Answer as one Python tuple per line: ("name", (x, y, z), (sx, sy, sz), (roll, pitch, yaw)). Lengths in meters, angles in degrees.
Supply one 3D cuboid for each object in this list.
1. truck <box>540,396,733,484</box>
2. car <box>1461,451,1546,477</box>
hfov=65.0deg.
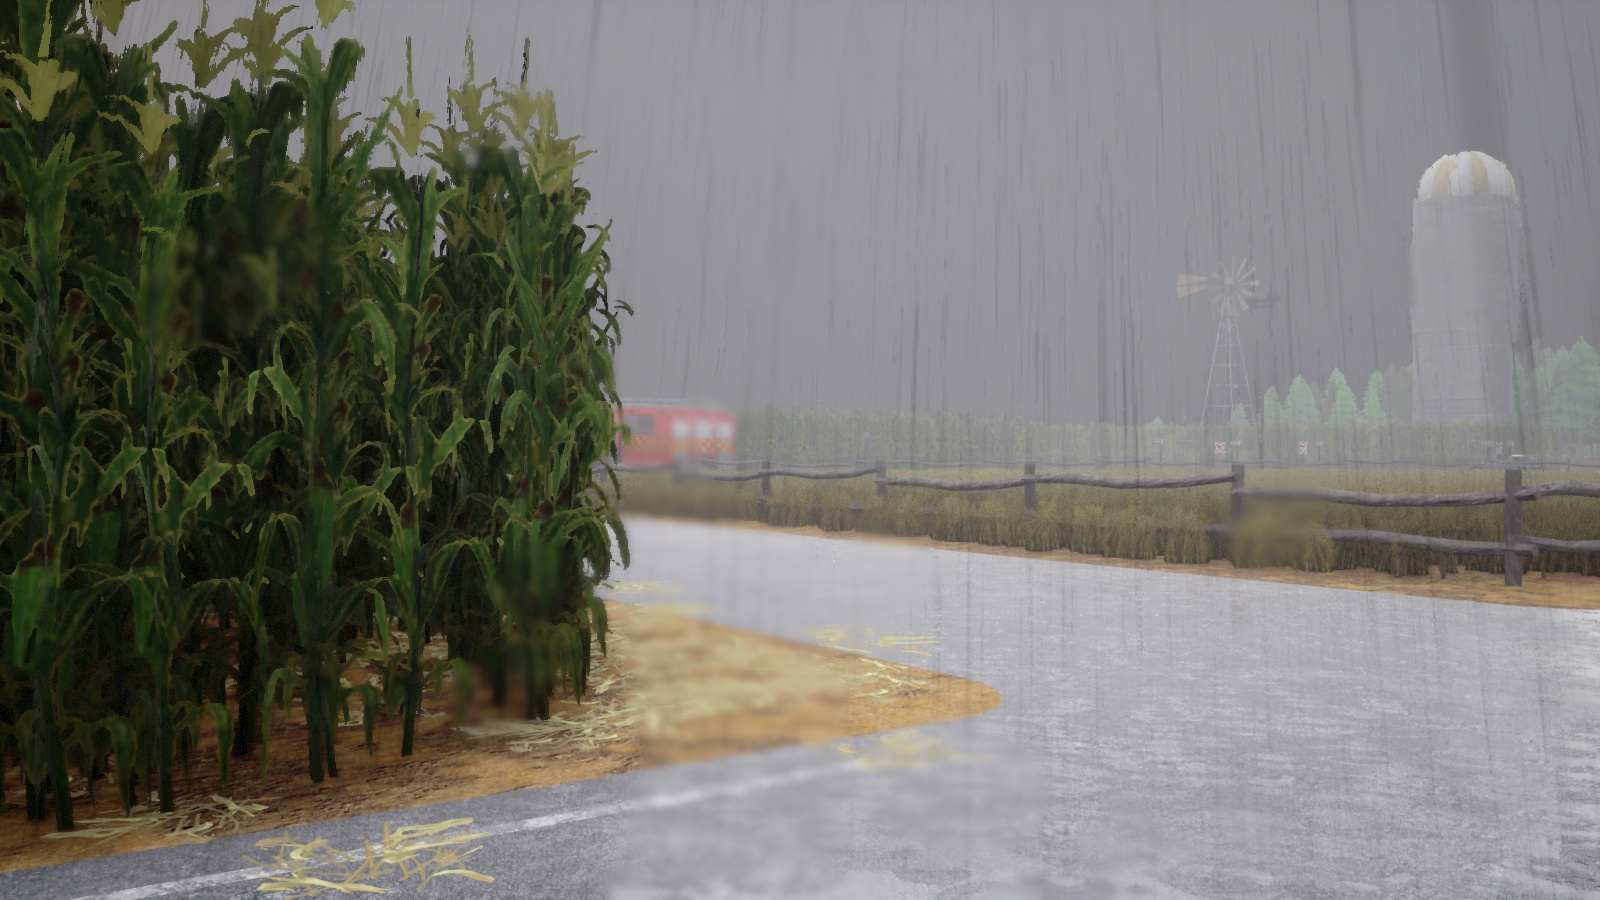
("truck", (-7.495, -0.404, 58.336), (8.468, 3.827, 2.891), (1, -1, -34))
("car", (40.795, 0.802, 72.854), (1.970, 1.475, 3.806), (0, 0, -34))
